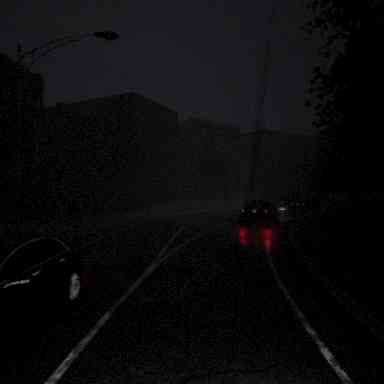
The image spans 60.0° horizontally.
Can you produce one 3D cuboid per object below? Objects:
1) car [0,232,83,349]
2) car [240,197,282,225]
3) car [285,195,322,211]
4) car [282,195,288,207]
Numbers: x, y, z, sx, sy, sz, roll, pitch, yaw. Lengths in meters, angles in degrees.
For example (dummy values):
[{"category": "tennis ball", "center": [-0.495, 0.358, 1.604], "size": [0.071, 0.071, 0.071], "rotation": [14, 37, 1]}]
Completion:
[{"category": "car", "center": [-3.340, 1.502, 5.386], "size": [1.837, 1.490, 4.892], "rotation": [0, 0, 3]}, {"category": "car", "center": [4.900, 1.291, 23.940], "size": [2.097, 1.767, 4.553], "rotation": [0, 0, 22]}, {"category": "car", "center": [12.711, 1.310, 37.055], "size": [2.033, 1.411, 5.357], "rotation": [-1, 1, 39]}, {"category": "car", "center": [12.765, 1.219, 44.318], "size": [4.892, 1.490, 1.837], "rotation": [-1, 0, -37]}]
